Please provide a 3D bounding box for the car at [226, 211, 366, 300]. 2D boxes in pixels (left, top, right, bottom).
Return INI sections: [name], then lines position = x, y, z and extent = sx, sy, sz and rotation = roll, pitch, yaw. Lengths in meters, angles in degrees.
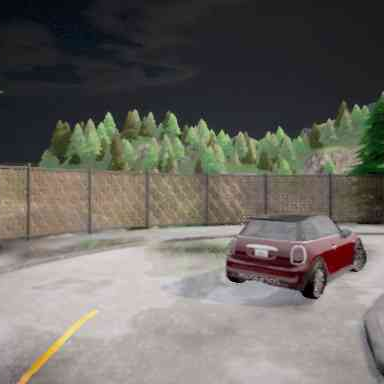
[car]
position = 2.860, 1.310, 8.666
extent = 2.097, 1.767, 4.553
rotation = 0, 0, 41
